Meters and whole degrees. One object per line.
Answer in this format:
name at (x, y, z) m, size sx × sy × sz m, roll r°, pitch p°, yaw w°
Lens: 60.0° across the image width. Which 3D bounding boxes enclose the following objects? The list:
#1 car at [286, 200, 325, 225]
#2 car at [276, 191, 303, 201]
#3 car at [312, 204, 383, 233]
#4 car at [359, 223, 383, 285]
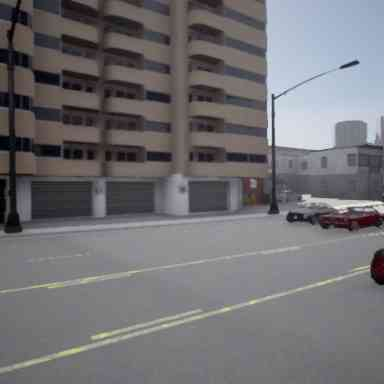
car at (8.370, 1.441, 22.861) m, size 4.181 × 1.385 × 1.994 m, roll -1°, pitch 1°, yaw -35°
car at (13.199, 0.563, 45.200) m, size 3.806 × 1.475 × 1.970 m, roll -3°, pitch 2°, yaw -35°
car at (9.376, 1.500, 19.282) m, size 4.718 × 1.301 × 1.895 m, roll -1°, pitch 1°, yaw -35°
car at (6.252, 1.553, 8.207) m, size 4.181 × 1.385 × 1.994 m, roll 0°, pitch 0°, yaw -36°
